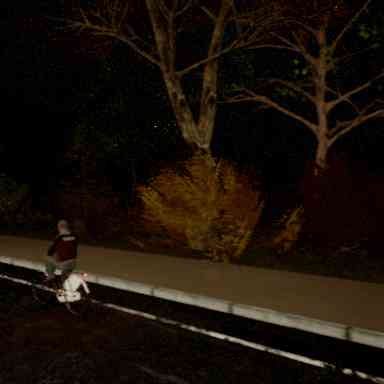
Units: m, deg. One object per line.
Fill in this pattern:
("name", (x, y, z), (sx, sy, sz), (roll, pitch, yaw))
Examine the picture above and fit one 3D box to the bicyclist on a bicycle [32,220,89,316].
("bicyclist on a bicycle", (-2.618, 1.423, 6.467), (1.843, 1.776, 0.659), (0, 0, 35))
